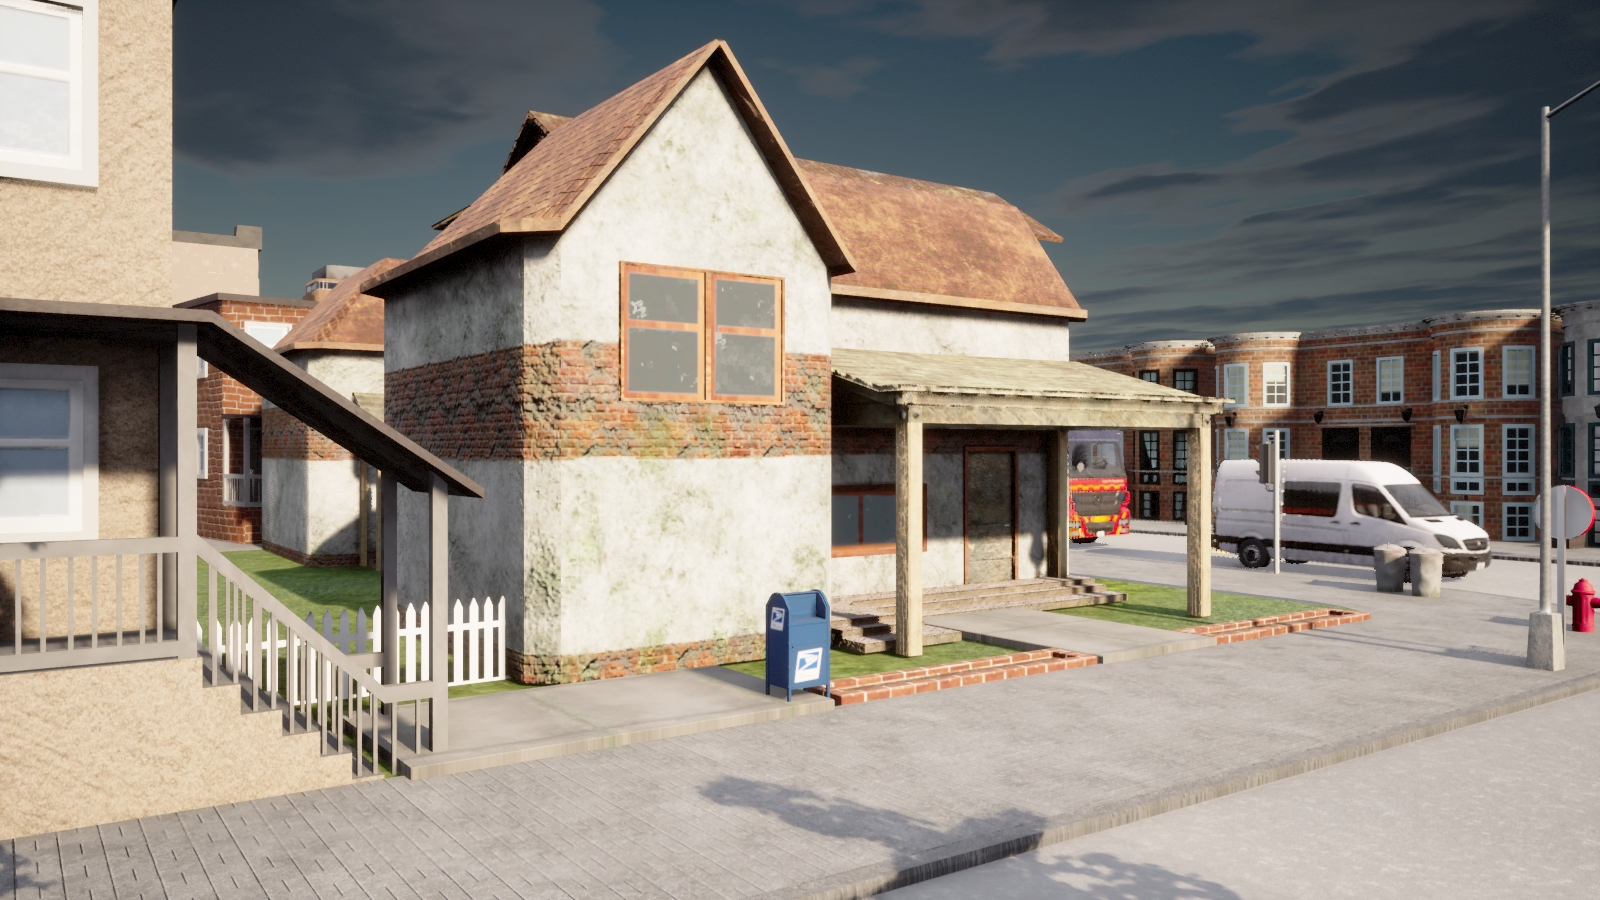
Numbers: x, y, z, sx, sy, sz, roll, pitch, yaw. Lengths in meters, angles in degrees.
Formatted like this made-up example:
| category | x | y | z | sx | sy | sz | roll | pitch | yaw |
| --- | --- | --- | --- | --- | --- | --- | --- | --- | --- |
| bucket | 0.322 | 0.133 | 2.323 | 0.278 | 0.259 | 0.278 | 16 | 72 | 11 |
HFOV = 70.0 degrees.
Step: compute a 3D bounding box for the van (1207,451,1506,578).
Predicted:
| category | x | y | z | sx | sy | sz | roll | pitch | yaw |
| --- | --- | --- | --- | --- | --- | --- | --- | --- | --- |
| van | 12.420 | 1.305 | 26.000 | 1.988 | 2.561 | 5.915 | 0 | 0 | -34 |
